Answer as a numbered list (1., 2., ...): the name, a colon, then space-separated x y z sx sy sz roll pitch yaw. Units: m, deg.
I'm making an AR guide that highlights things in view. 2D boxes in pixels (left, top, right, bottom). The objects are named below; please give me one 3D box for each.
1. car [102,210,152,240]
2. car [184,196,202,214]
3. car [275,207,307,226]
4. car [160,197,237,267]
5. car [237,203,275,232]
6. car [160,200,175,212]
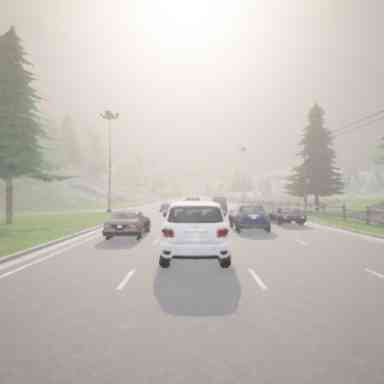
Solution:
1. car: -3.399 1.711 18.139 2.033 1.411 5.357 0 -1 0
2. car: 0.105 1.601 41.936 2.150 2.045 5.566 0 0 0
3. car: 7.103 1.831 25.490 1.895 1.301 4.718 0 -1 0
4. car: 0.099 1.332 11.974 2.150 2.045 5.566 0 0 0
5. car: 3.601 1.546 21.527 2.097 1.767 4.553 0 0 0
6. car: -3.397 1.948 46.898 1.812 1.442 4.674 0 -1 0
